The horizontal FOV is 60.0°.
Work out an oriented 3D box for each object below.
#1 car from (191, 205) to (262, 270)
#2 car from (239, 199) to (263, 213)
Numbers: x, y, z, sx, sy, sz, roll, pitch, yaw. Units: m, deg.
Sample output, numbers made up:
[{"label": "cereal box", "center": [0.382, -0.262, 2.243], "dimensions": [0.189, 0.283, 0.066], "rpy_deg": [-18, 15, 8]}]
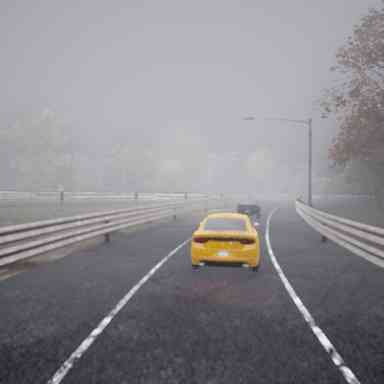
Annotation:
[{"label": "car", "center": [1.171, 1.429, 10.946], "dimensions": [1.882, 1.535, 5.008], "rpy_deg": [0, 0, 9]}, {"label": "car", "center": [5.015, 1.367, 28.741], "dimensions": [1.882, 1.535, 5.008], "rpy_deg": [0, 0, 15]}]
